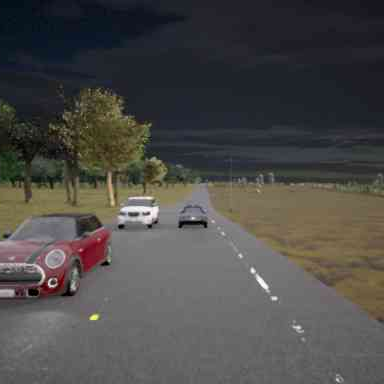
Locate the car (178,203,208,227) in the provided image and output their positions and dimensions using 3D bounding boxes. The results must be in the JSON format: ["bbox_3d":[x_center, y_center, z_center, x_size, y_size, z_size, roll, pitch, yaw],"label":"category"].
[{"bbox_3d":[0.076,1.691,23.598,1.994,1.385,4.181,0,-1,0],"label":"car"}]

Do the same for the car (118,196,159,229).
[{"bbox_3d":[-3.573,1.338,23.092,2.150,2.045,5.566,0,0,0],"label":"car"}]

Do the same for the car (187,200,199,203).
[{"bbox_3d":[0.180,1.745,42.326,2.097,1.767,4.553,0,-1,1],"label":"car"}]

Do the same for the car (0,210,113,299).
[{"bbox_3d":[-3.567,1.367,8.669,2.097,1.767,4.553,0,0,0],"label":"car"}]
